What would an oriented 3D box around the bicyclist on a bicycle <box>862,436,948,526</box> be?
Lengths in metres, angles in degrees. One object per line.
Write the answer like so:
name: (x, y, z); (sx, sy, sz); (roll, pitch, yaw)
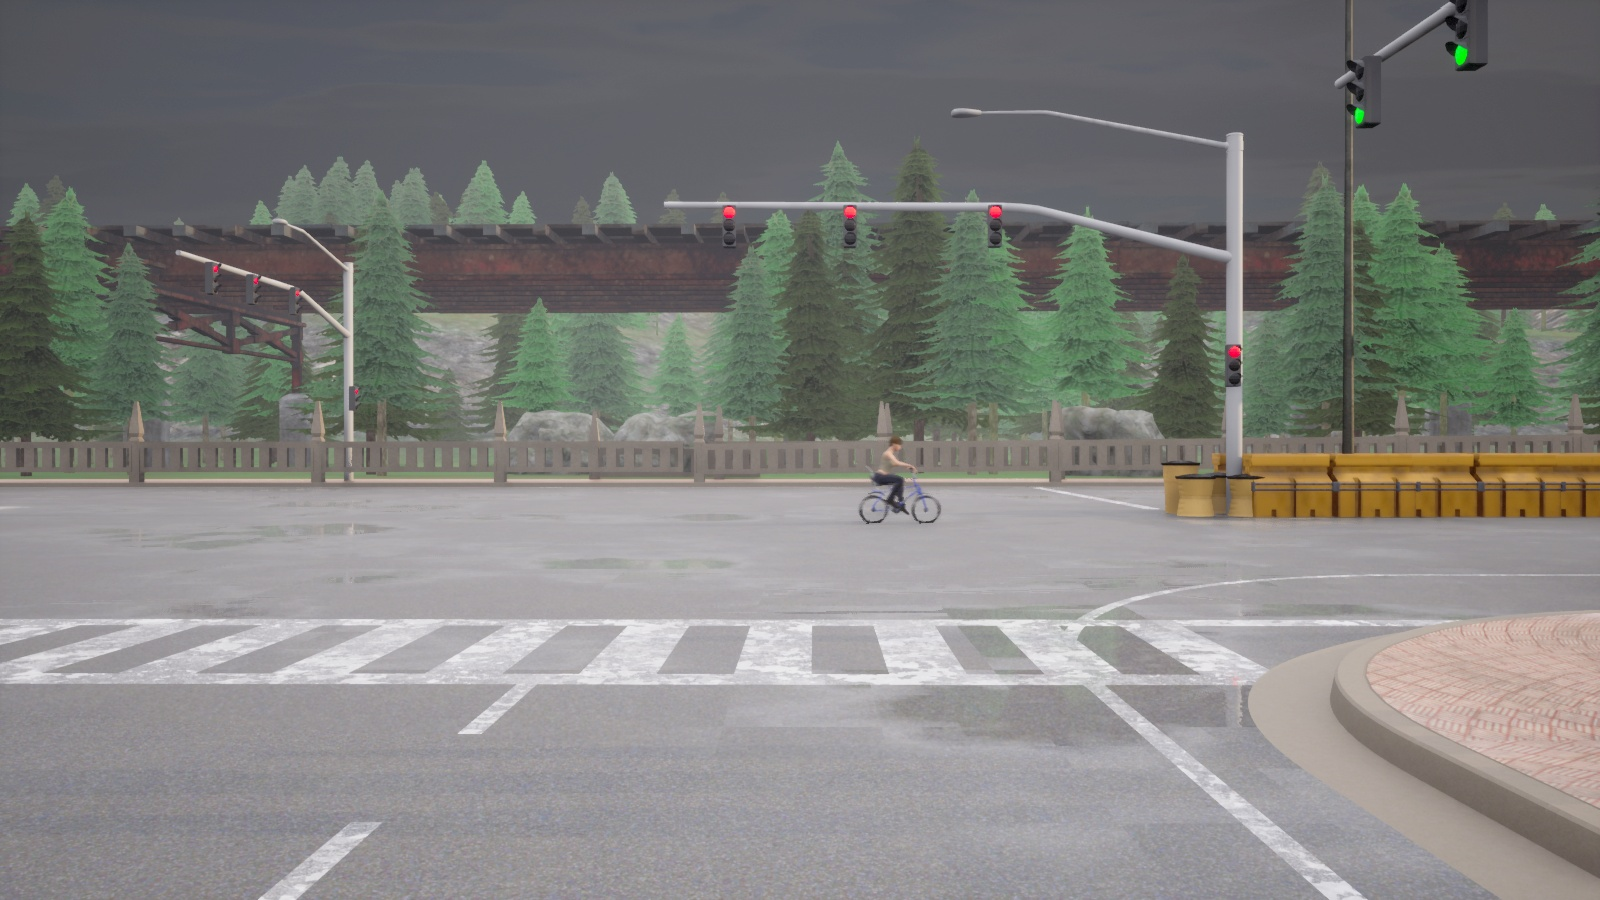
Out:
bicyclist on a bicycle: (1.901, 0.555, 22.919); (1.509, 1.612, 0.866); (0, 0, 0)
